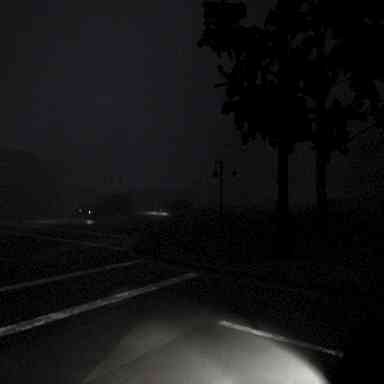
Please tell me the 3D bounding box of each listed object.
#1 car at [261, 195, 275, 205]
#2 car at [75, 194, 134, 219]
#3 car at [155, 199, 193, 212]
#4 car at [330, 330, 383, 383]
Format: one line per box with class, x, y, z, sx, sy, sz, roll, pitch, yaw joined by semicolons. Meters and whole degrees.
car;13.891;1.337;60.734;2.097;1.767;4.553;0;0;7
car;-7.729;1.212;30.004;2.150;2.045;5.566;0;0;35
car;-1.928;1.537;38.569;2.033;1.411;5.357;0;0;34
car;2.951;1.565;1.868;4.181;1.385;1.994;0;0;36
